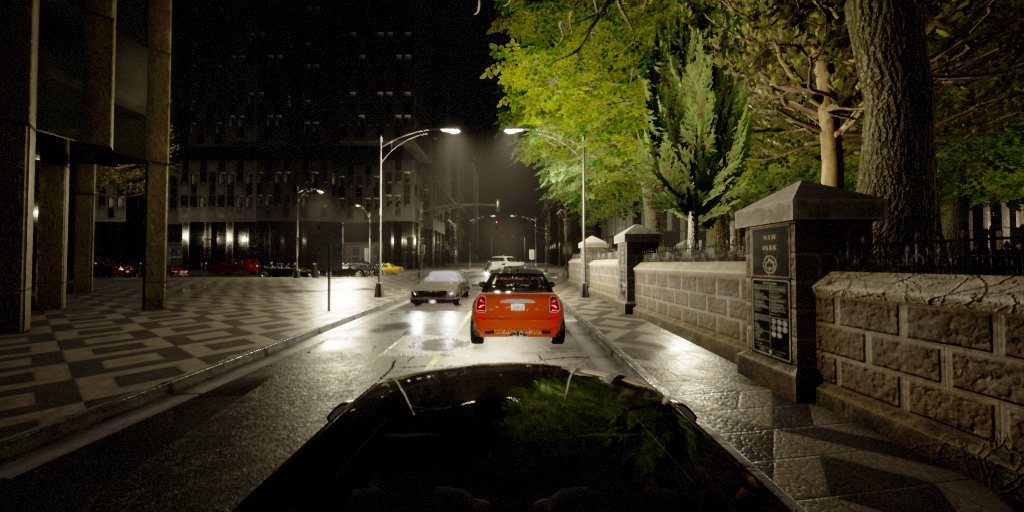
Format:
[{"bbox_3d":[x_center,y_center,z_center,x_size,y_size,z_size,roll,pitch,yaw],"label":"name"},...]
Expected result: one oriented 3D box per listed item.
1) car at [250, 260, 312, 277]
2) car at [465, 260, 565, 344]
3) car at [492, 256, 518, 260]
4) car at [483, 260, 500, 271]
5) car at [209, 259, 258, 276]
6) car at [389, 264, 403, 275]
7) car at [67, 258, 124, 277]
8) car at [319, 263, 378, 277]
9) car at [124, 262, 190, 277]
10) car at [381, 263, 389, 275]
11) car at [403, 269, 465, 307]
[{"bbox_3d":[-20.021,1.290,31.590,4.313,1.339,1.948,0,0,1],"label":"car"},{"bbox_3d":[0.129,1.107,9.759,2.097,1.767,4.553,0,0,0],"label":"car"},{"bbox_3d":[-0.450,1.033,41.380,2.150,2.045,5.566,1,1,29],"label":"car"},{"bbox_3d":[-2.877,1.326,50.823,2.128,1.511,4.902,0,0,0],"label":"car"},{"bbox_3d":[-30.969,1.238,40.223,5.009,1.841,2.192,0,0,1],"label":"car"},{"bbox_3d":[-14.602,1.426,40.059,4.829,1.417,1.751,0,0,1],"label":"car"},{"bbox_3d":[-36.560,1.062,31.755,5.009,1.841,2.192,0,0,1],"label":"car"},{"bbox_3d":[-14.508,1.268,31.535,4.403,1.370,2.007,0,0,1],"label":"car"},{"bbox_3d":[-31.047,1.321,31.700,4.207,1.307,1.802,0,0,1],"label":"car"},{"bbox_3d":[-14.436,1.338,34.210,4.181,1.385,1.994,0,-1,1],"label":"car"},{"bbox_3d":[-2.940,1.309,15.933,2.033,1.411,5.357,0,0,0],"label":"car"}]
